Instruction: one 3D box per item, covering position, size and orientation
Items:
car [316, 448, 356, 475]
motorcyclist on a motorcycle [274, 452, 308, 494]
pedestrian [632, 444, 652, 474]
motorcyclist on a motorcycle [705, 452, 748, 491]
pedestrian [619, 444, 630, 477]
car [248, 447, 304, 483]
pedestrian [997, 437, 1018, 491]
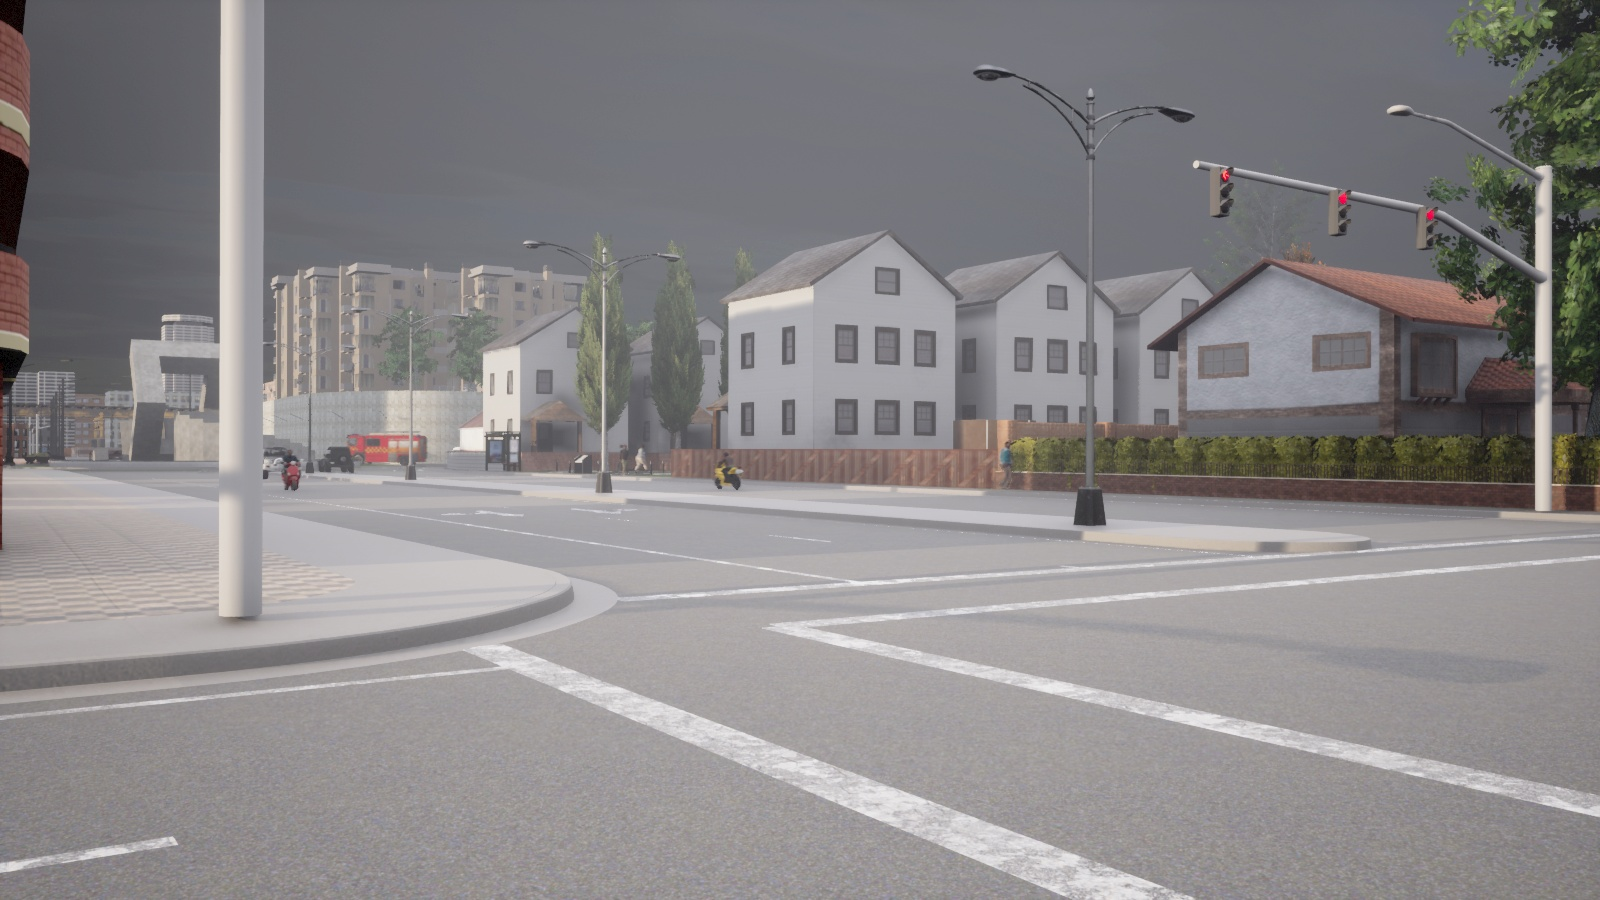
[{"bbox_3d":[-33.222,0.831,89.894,1.905,1.878,3.866,0,0,-32],"label":"car"},{"bbox_3d":[-19.473,0.857,48.052,0.866,1.590,1.817,0,0,-33],"label":"motorcyclist on a motorcycle"},{"bbox_3d":[-9.633,0.558,76.721,0.900,1.855,0.874,0,0,-34],"label":"pedestrian"},{"bbox_3d":[-2.936,0.856,50.235,0.797,1.523,2.044,0,0,-33],"label":"motorcyclist on a motorcycle"},{"bbox_3d":[-10.067,0.595,72.012,0.431,1.840,0.703,0,0,-29],"label":"pedestrian"},{"bbox_3d":[-28.301,0.787,67.760,1.932,1.855,4.605,0,0,-33],"label":"car"},{"bbox_3d":[7.546,0.495,45.622,0.396,1.930,0.692,0,0,-33],"label":"pedestrian"}]
